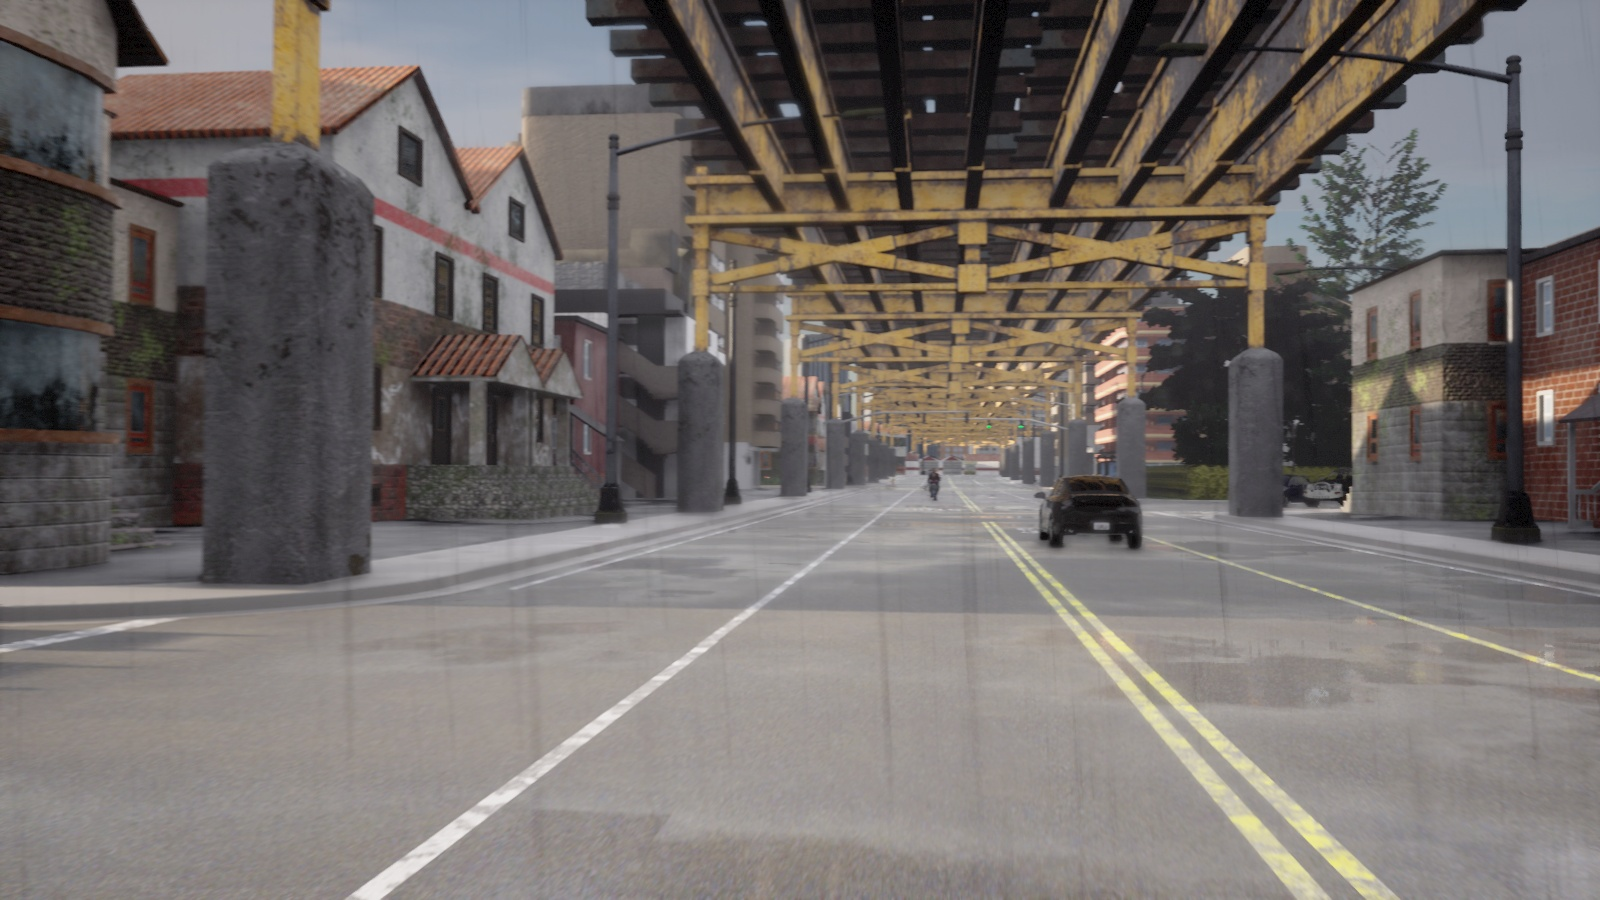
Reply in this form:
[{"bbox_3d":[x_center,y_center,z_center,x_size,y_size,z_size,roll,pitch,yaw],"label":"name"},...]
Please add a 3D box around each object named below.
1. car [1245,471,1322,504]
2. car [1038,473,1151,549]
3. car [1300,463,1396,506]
[{"bbox_3d":[22.992,1.771,59.699,3.633,1.501,1.845,1,-1,-39],"label":"car"},{"bbox_3d":[6.364,1.266,27.618,1.837,1.490,4.892,0,-1,6],"label":"car"},{"bbox_3d":[24.829,1.521,56.851,4.605,1.855,1.932,1,-1,-37],"label":"car"}]
